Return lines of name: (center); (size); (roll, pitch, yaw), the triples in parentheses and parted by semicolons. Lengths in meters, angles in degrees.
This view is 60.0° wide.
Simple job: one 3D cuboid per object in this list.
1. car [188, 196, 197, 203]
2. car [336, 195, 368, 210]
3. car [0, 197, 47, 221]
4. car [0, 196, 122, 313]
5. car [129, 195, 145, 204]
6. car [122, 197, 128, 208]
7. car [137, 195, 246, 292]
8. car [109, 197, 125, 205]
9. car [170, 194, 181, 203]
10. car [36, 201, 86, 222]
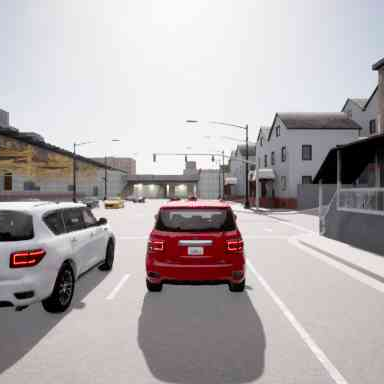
car: (0.162, 1.503, 69.222); (1.837, 1.490, 4.892); (0, 0, 0)
car: (14.229, 1.057, 28.762); (4.181, 1.385, 1.994); (-14, 0, -1)
car: (-14.036, 1.352, 27.588); (2.097, 1.767, 4.553); (0, 0, 0)
car: (-3.409, 1.221, 7.806); (2.150, 2.045, 5.566); (0, 0, 1)
car: (-10.372, 1.493, 65.237); (2.128, 1.511, 4.902); (0, 0, 1)
car: (-10.492, 1.477, 44.987); (1.882, 1.535, 5.008); (0, 0, 0)
car: (0.099, 1.221, 9.068); (2.150, 2.045, 5.566); (0, 0, 1)
car: (-13.907, 1.564, 62.013); (1.994, 1.385, 4.181); (0, 0, 1)
car: (-3.336, 1.352, 69.200); (2.097, 1.767, 4.553); (0, 0, 0)
car: (-10.534, 1.548, 27.304); (2.033, 1.411, 5.357); (0, 0, 0)
